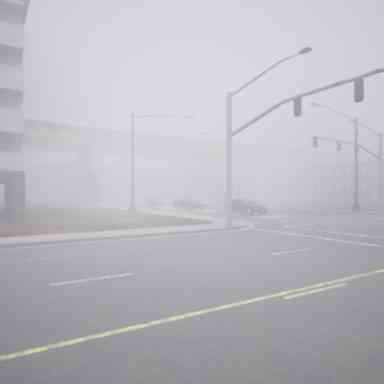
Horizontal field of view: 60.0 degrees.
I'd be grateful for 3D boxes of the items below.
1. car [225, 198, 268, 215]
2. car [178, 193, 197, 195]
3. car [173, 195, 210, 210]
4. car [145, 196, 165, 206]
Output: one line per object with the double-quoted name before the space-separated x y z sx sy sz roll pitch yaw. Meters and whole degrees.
"car" 5.276 1.411 32.733 1.837 1.490 4.892 0 0 -33
"car" -1.682 1.322 74.000 2.033 1.411 5.357 0 0 33
"car" -0.375 1.426 41.392 2.033 1.411 5.357 0 0 -33
"car" -5.692 1.341 50.368 2.128 1.511 4.902 0 0 -26
